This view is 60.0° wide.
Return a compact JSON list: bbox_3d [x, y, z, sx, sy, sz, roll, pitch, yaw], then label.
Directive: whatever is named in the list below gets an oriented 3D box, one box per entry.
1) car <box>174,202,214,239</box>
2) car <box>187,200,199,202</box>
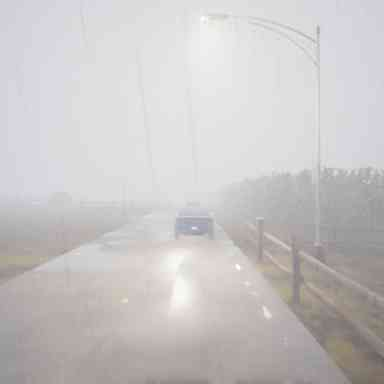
[{"bbox_3d":[0.105,1.502,17.556,1.882,1.535,5.008,0,0,0],"label":"car"},{"bbox_3d":[0.111,1.651,37.926,2.128,1.511,4.902,0,-1,0],"label":"car"}]
